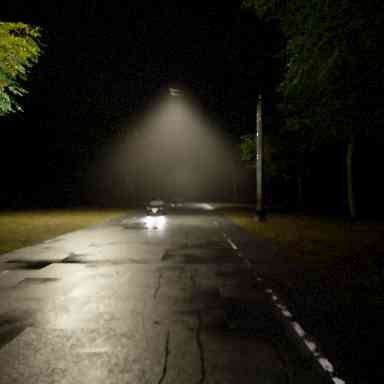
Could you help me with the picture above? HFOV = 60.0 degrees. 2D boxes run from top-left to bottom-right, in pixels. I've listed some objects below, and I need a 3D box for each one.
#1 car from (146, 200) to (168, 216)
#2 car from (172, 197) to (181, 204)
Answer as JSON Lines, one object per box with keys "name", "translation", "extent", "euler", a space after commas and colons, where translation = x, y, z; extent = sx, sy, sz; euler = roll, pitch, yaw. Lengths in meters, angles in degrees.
{"name": "car", "translation": [-3.601, 1.607, 34.581], "extent": [2.128, 1.511, 4.902], "euler": [0, 0, 0]}
{"name": "car", "translation": [-3.515, 1.898, 75.890], "extent": [1.882, 1.535, 5.008], "euler": [0, -1, 0]}
